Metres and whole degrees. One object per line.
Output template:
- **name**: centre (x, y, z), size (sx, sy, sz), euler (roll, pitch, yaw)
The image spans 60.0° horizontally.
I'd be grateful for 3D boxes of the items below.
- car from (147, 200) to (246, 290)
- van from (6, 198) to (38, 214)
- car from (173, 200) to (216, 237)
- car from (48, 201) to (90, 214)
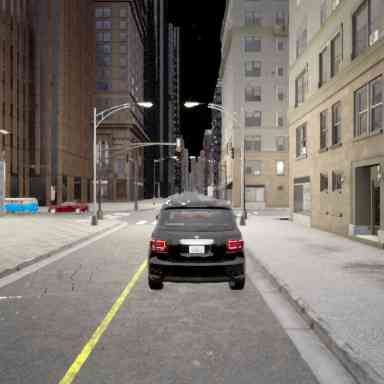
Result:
- **car**: centre (0.117, 1.223, 9.223), size (2.150, 2.045, 5.566), euler (0, 0, 1)
- **van**: centre (-19.534, 1.588, 37.599), size (3.998, 1.788, 1.690), euler (-1, 0, 0)
- **car**: centre (0.131, 1.357, 18.672), size (2.097, 1.767, 4.553), euler (0, 0, 0)
- **car**: centre (-13.908, 1.724, 37.569), size (4.507, 1.381, 1.887), euler (-1, 0, 0)
